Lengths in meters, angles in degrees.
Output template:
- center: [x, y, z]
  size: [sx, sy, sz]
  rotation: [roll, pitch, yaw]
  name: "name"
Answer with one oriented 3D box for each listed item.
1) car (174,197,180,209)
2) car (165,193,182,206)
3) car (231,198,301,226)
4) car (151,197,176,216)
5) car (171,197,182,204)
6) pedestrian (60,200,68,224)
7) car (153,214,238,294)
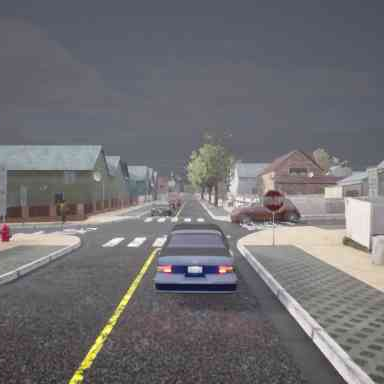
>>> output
- center: [-2.907, 1.602, 42.516]
  size: [1.895, 1.301, 4.718]
  rotation: [0, 0, 0]
  name: "car"
- center: [-2.928, 1.219, 52.525]
  size: [2.150, 2.045, 5.566]
  rotation: [0, 0, 0]
  name: "car"
- center: [4.821, 1.233, 22.394]
  size: [4.553, 1.767, 2.097]
  rotation: [-2, -1, 0]
  name: "car"
- center: [-2.882, 1.528, 32.706]
  size: [1.812, 1.442, 4.674]
  rotation: [0, 0, 0]
  name: "car"
- center: [-2.895, 1.594, 62.661]
  size: [1.895, 1.301, 4.718]
  rotation: [0, 0, 0]
  name: "car"
- center: [-9.728, 1.462, 25.208]
  size: [0.375, 1.860, 0.375]
  rotation: [0, 0, 0]
  name: "pedestrian"
- center: [0.122, 1.550, 8.953]
  size: [2.033, 1.411, 5.357]
  rotation: [0, 0, 1]
  name: "car"
